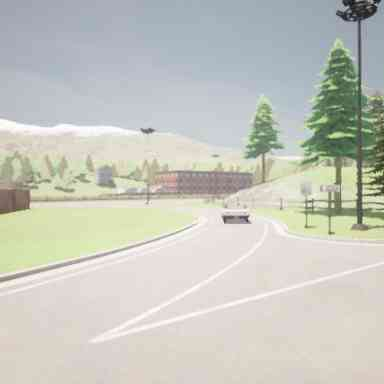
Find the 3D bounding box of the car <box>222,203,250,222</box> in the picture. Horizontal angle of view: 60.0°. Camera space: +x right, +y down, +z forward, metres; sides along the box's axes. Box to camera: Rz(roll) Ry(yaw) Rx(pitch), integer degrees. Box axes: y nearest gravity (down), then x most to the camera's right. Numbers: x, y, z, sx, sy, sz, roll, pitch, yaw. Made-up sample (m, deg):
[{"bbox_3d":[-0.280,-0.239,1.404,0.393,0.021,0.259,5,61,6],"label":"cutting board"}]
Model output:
[{"bbox_3d":[3.233,1.477,25.310,1.895,1.301,4.718,0,0,3],"label":"car"}]
